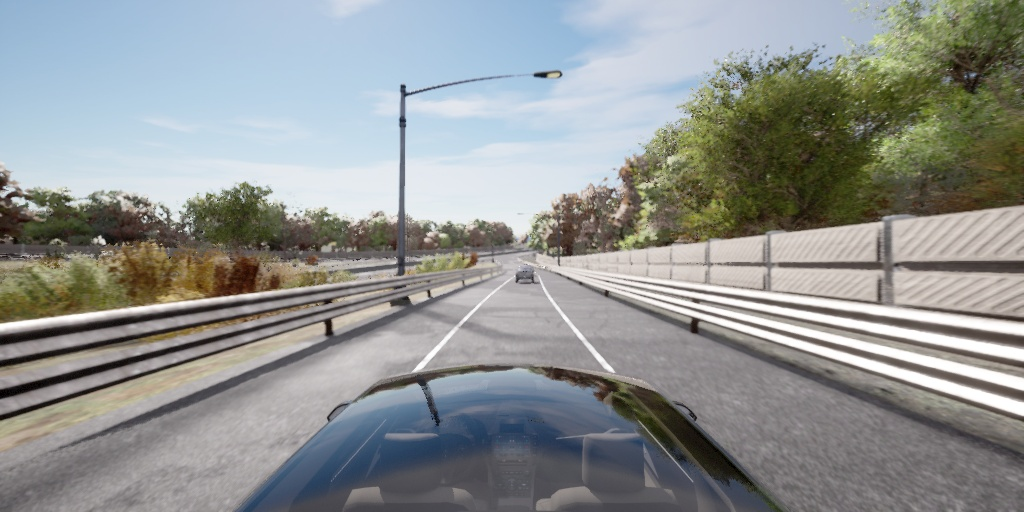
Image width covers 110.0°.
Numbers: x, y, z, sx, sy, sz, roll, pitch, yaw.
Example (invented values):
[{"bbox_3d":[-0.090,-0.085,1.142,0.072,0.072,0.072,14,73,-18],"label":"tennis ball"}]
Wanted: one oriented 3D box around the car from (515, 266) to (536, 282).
[{"bbox_3d":[1.362,1.898,37.005,2.128,1.511,4.902,0,-1,3],"label":"car"}]
